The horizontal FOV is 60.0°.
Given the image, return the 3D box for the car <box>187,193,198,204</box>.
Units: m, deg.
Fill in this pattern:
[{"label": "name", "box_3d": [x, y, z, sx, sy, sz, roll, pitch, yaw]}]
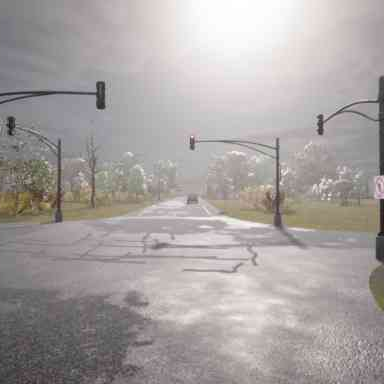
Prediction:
[{"label": "car", "box_3d": [0.108, 1.292, 67.703, 2.150, 2.045, 5.566, 0, 0, 0]}]
